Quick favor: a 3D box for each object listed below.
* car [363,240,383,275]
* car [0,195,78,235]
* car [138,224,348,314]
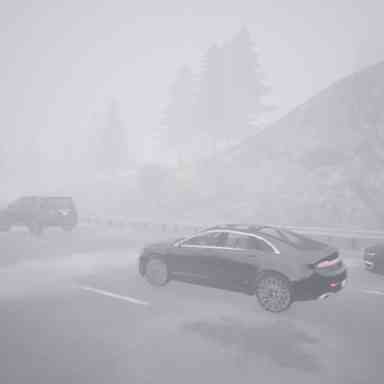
[{"bbox_3d":[6.740,1.504,7.768,4.892,1.490,1.837,0,0,36],"label":"car"},{"bbox_3d":[-8.798,1.211,18.869,5.566,2.045,2.150,0,0,36],"label":"car"},{"bbox_3d":[0.879,1.489,7.658,4.902,1.511,2.128,0,0,36],"label":"car"}]
